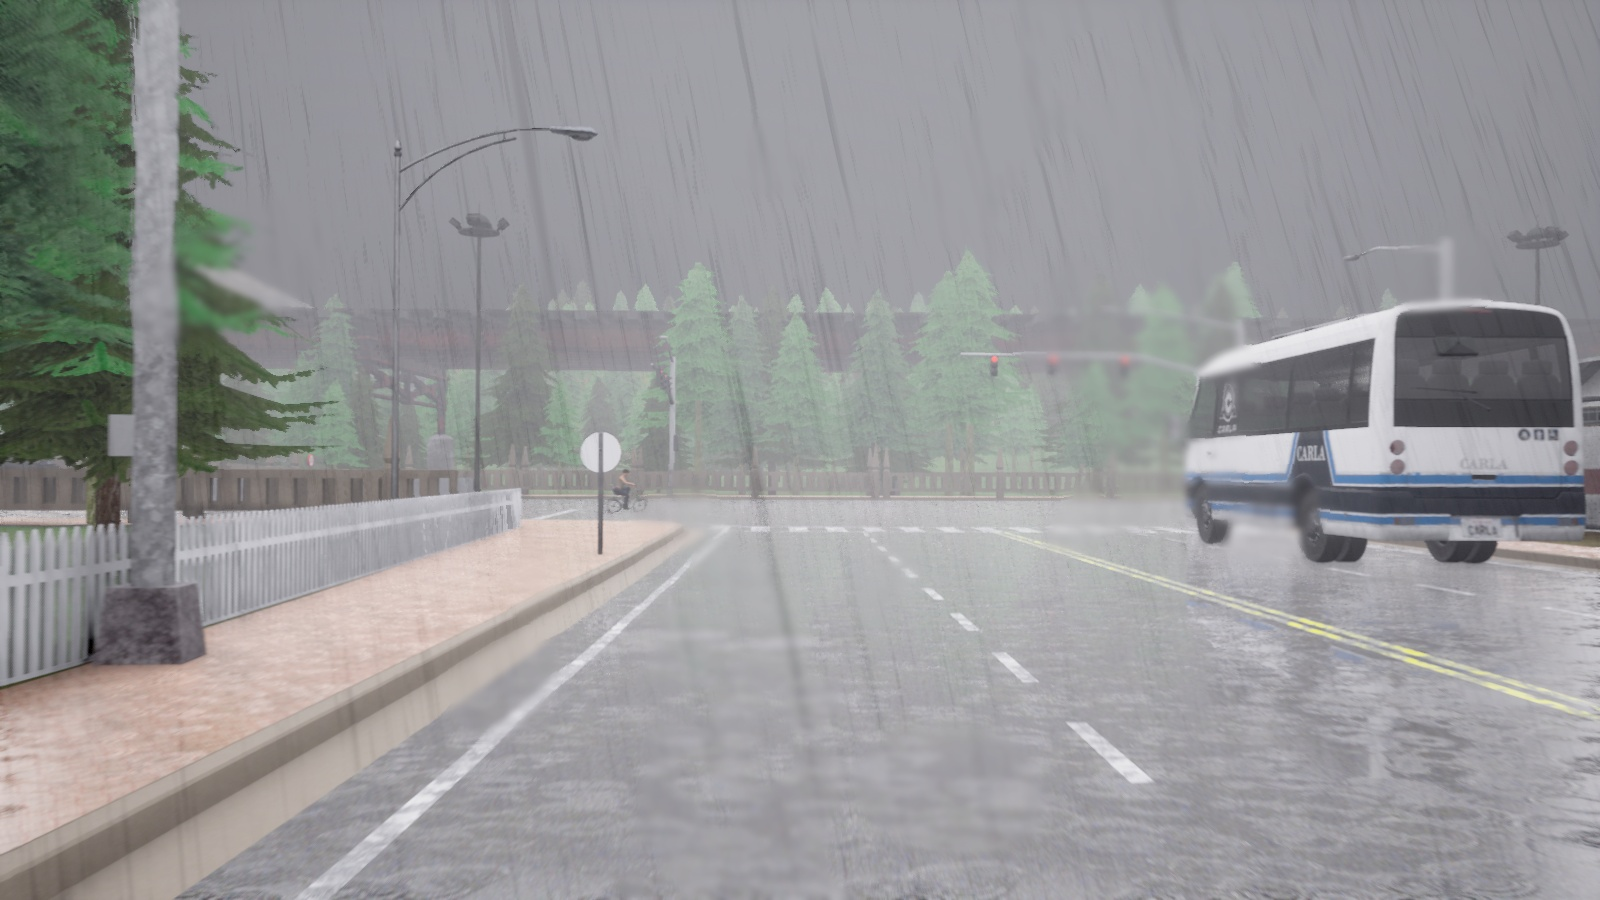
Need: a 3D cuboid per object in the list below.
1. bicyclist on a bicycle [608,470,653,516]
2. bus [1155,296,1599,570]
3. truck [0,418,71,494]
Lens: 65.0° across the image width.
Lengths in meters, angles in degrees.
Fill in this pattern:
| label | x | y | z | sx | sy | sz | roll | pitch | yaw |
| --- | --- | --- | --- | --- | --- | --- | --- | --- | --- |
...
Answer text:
| label | x | y | z | sx | sy | sz | roll | pitch | yaw |
| --- | --- | --- | --- | --- | --- | --- | --- | --- | --- |
| bicyclist on a bicycle | -6.050 | 1.528 | 44.939 | 1.509 | 1.612 | 0.866 | 0 | -1 | -2 |
| bus | 10.432 | -0.190 | 24.688 | 3.944 | 4.253 | 10.273 | 0 | -1 | 0 |
| truck | -40.591 | 0.062 | 61.383 | 7.936 | 3.462 | 2.891 | 5 | -1 | -2 |
